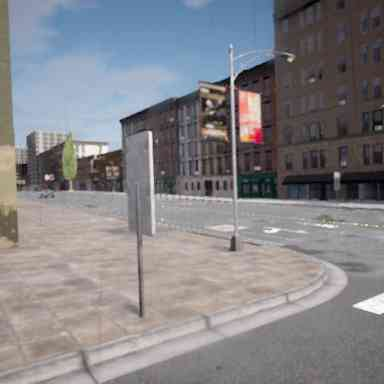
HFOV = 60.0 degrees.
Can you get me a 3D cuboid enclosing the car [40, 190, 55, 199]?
[{"bbox_3d":[-25.700,0.470,59.008,1.837,1.490,4.892,-3,3,-36],"label":"car"}]
